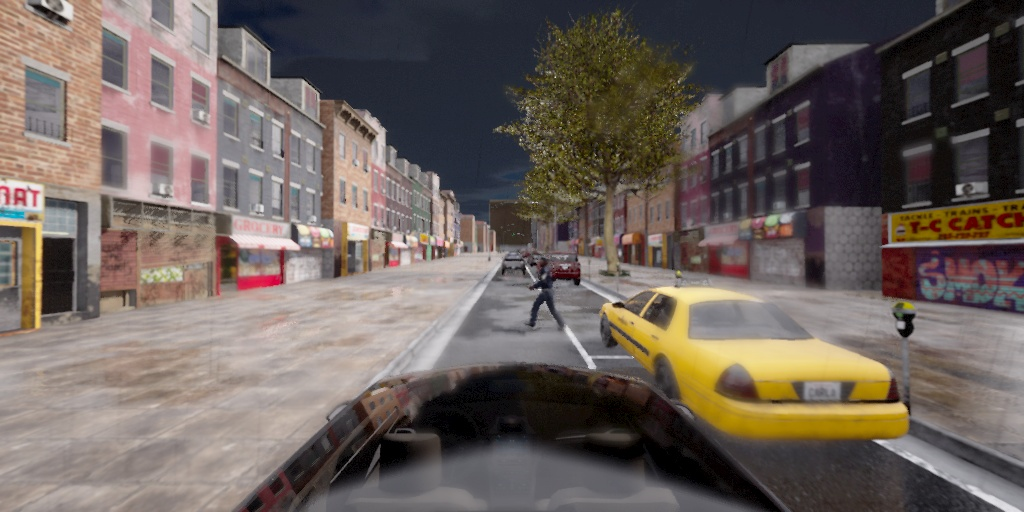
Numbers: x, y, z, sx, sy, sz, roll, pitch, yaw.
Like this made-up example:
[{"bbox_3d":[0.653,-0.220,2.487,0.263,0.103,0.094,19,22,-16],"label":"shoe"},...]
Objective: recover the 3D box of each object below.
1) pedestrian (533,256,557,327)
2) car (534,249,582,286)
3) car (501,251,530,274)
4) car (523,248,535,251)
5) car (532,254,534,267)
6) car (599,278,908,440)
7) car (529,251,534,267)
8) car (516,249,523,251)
[{"bbox_3d":[0.797,0.889,8.756,0.375,1.860,0.375,2,0,0],"label":"pedestrian"},{"bbox_3d":[2.681,0.626,20.706,2.192,1.841,5.009,0,0,0],"label":"car"},{"bbox_3d":[0.133,0.588,29.063,2.128,1.511,4.902,0,1,0],"label":"car"},{"bbox_3d":[2.755,-0.293,54.029,2.192,1.841,5.009,0,0,0],"label":"car"},{"bbox_3d":[2.693,0.716,26.263,1.888,1.381,4.507,0,0,0],"label":"car"},{"bbox_3d":[2.757,1.118,5.738,1.801,1.575,5.366,0,1,0],"label":"car"},{"bbox_3d":[2.718,0.435,37.372,1.948,1.339,4.313,0,0,0],"label":"car"},{"bbox_3d":[0.165,0.170,45.259,1.812,1.442,4.674,0,1,1],"label":"car"}]
